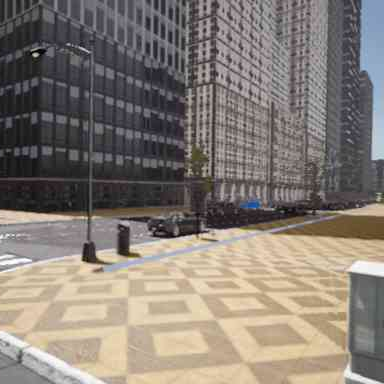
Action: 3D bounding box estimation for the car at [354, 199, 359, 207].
[{"bbox_3d":[31.281,2.346,66.113,1.947,1.339,4.313,1,0,35],"label":"car"}]

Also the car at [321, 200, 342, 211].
[{"bbox_3d":[21.622,2.182,52.213,1.947,1.339,4.313,1,0,35],"label":"car"}]

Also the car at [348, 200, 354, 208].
[{"bbox_3d":[28.063,2.166,61.480,1.967,1.590,4.097,1,0,35],"label":"car"}]

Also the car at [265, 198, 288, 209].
[{"bbox_3d":[12.454,1.631,48.963,1.994,1.385,4.181,1,0,35],"label":"car"}]

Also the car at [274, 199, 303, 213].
[{"bbox_3d":[12.509,1.992,43.701,2.033,1.411,5.357,1,0,35],"label":"car"}]

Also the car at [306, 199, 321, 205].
[{"bbox_3d":[27.619,2.231,75.528,1.947,1.339,4.313,1,0,35],"label":"car"}]

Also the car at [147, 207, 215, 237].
[{"bbox_3d":[-0.809,1.781,19.706,2.008,1.369,4.403,1,0,35],"label":"car"}]

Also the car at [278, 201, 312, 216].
[{"bbox_3d":[11.963,2.017,38.312,1.947,1.339,4.313,1,0,35],"label":"car"}]

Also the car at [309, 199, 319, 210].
[{"bbox_3d":[17.765,2.098,51.362,1.994,1.385,4.181,1,0,35],"label":"car"}]

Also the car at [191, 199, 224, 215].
[{"bbox_3d":[1.870,1.667,38.469,1.967,1.590,4.097,1,0,35],"label":"car"}]

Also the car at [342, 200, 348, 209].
[{"bbox_3d":[24.841,2.253,56.847,1.802,1.307,4.206,1,0,35],"label":"car"}]

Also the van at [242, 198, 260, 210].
[{"bbox_3d":[8.308,1.678,47.735,1.690,1.788,3.998,1,0,35],"label":"van"}]

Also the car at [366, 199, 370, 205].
[{"bbox_3d":[44.161,2.541,84.648,1.887,1.381,4.507,1,0,35],"label":"car"}]

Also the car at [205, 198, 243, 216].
[{"bbox_3d":[3.298,1.771,35.960,1.837,1.490,4.892,1,0,35],"label":"car"}]

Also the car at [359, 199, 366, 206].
[{"bbox_3d":[38.170,2.420,76.606,1.812,1.442,4.674,1,0,35],"label":"car"}]

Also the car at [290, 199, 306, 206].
[{"bbox_3d":[21.182,2.138,66.263,1.802,1.307,4.206,1,0,35],"label":"car"}]
